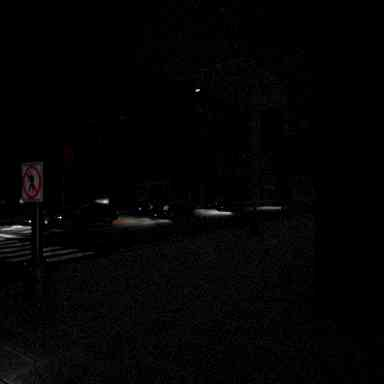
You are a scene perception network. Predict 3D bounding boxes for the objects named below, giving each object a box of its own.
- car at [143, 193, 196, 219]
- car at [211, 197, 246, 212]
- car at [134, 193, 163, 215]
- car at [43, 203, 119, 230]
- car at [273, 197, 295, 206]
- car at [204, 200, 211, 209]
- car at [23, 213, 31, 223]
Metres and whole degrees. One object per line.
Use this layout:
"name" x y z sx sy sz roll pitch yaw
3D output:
"car" -1.610 1.258 28.277 2.097 1.767 4.553 0 0 35
"car" 4.328 1.426 36.663 1.994 1.385 4.181 0 0 35
"car" -3.053 1.126 31.869 2.150 2.045 5.566 0 0 35
"car" -6.859 1.436 20.862 2.128 1.511 4.902 0 0 35
"car" 13.678 1.407 49.724 1.895 1.301 4.718 0 0 35
"car" 3.377 1.361 40.941 1.837 1.490 4.892 0 0 35
"car" -8.939 1.494 23.572 2.033 1.411 5.357 0 0 34
